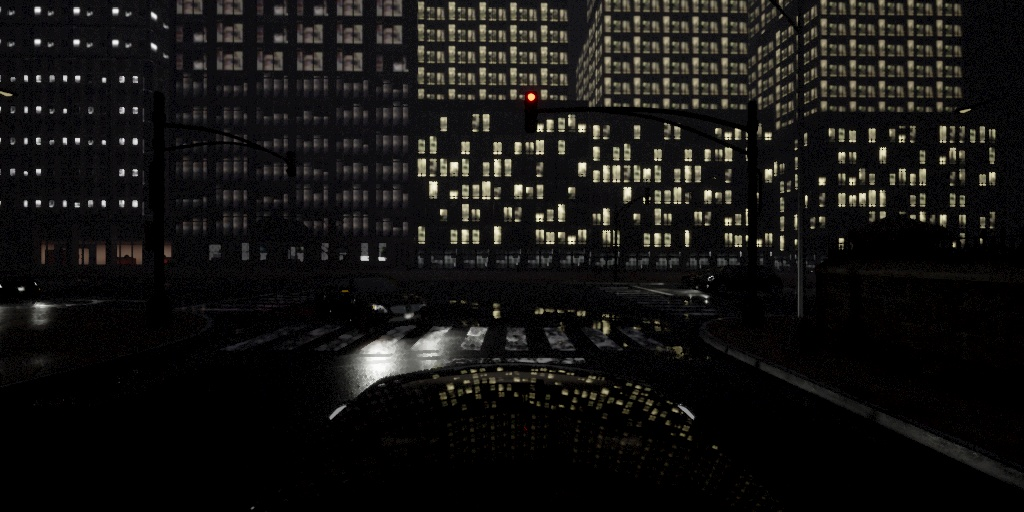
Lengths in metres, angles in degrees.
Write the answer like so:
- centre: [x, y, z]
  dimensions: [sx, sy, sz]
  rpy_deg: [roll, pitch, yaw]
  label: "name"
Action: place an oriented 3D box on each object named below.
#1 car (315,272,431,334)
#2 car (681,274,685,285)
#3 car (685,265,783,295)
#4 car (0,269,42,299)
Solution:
- centre: [-4.322, 1.235, 10.727]
  dimensions: [4.674, 1.442, 1.812]
  rpy_deg: [1, 0, 43]
  label: "car"
- centre: [14.134, 1.429, 24.300]
  dimensions: [5.008, 1.535, 1.882]
  rpy_deg: [1, 0, -2]
  label: "car"
- centre: [13.084, 1.283, 21.036]
  dimensions: [4.553, 1.767, 2.097]
  rpy_deg: [1, 0, -1]
  label: "car"
- centre: [-21.327, 0.997, 13.785]
  dimensions: [4.892, 1.490, 1.837]
  rpy_deg: [1, 0, -1]
  label: "car"
